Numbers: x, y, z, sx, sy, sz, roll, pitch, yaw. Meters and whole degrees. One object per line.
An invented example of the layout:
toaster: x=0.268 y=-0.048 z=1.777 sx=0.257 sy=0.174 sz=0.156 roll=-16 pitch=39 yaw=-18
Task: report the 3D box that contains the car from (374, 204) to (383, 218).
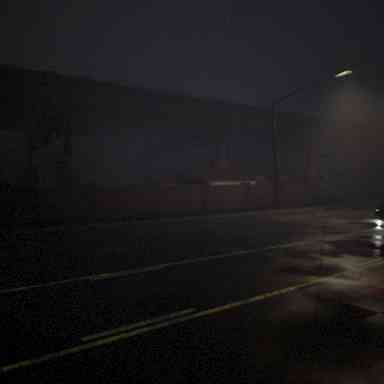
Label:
car: x=14.813 y=1.060 z=23.070 sx=5.357 sy=1.411 sz=2.033 roll=-2 pitch=1 yaw=-35
